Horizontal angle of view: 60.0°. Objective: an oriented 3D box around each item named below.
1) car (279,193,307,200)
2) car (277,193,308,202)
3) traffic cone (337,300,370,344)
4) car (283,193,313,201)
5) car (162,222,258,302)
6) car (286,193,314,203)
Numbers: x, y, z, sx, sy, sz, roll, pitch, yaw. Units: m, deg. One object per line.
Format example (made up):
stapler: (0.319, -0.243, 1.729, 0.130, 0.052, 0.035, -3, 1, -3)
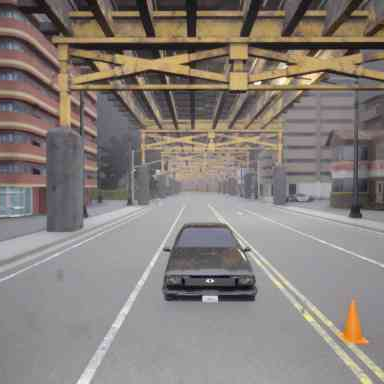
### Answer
car: (17.857, 0.802, 58.925, 4.536, 1.218, 1.853, 0, 1, 25)
car: (17.810, 0.959, 58.948, 4.974, 1.542, 2.038, 0, 1, 25)
traffic cone: (2.453, 1.949, 5.070, 0.340, 0.580, 0.340, 0, 0, 0)
car: (17.511, 0.849, 54.808, 4.536, 1.218, 1.853, 0, 1, -20)
car: (0.361, 1.534, 8.677, 2.033, 1.411, 5.357, 0, 0, 1)
car: (17.462, 1.007, 54.792, 4.974, 1.542, 2.038, 0, 1, -20)
